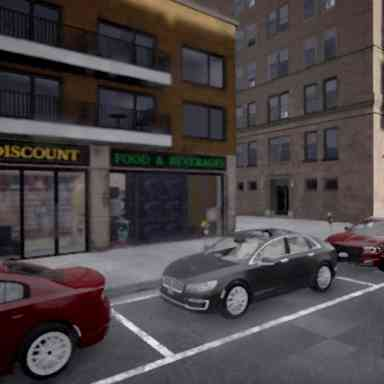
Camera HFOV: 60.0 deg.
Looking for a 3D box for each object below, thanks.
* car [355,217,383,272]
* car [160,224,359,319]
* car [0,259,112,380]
[{"bbox_3d":[6.024,1.466,10.488,4.507,1.381,1.887,-1,0,-36],"label":"car"},{"bbox_3d":[1.399,1.513,7.187,4.403,1.369,2.008,-1,0,-36],"label":"car"},{"bbox_3d":[-3.226,1.548,3.886,4.507,1.381,1.887,-1,0,-36],"label":"car"}]
